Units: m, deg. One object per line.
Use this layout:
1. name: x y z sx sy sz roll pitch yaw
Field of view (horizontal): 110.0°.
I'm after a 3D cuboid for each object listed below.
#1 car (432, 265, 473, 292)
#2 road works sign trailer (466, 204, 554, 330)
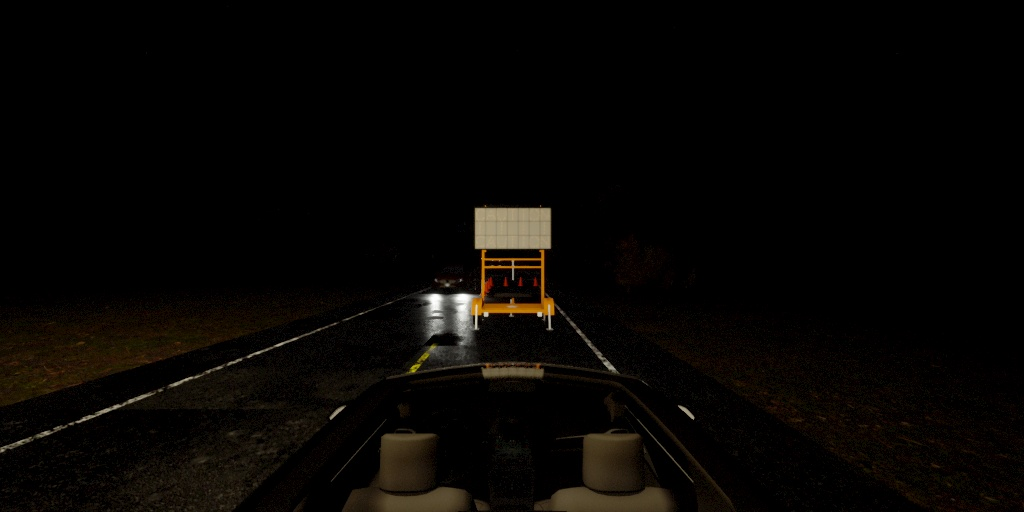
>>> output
1. car: -3.437 1.282 21.424 1.812 1.442 4.674 0 0 0
2. road works sign trailer: 0.030 0.217 11.115 2.380 3.560 2.880 0 0 0
